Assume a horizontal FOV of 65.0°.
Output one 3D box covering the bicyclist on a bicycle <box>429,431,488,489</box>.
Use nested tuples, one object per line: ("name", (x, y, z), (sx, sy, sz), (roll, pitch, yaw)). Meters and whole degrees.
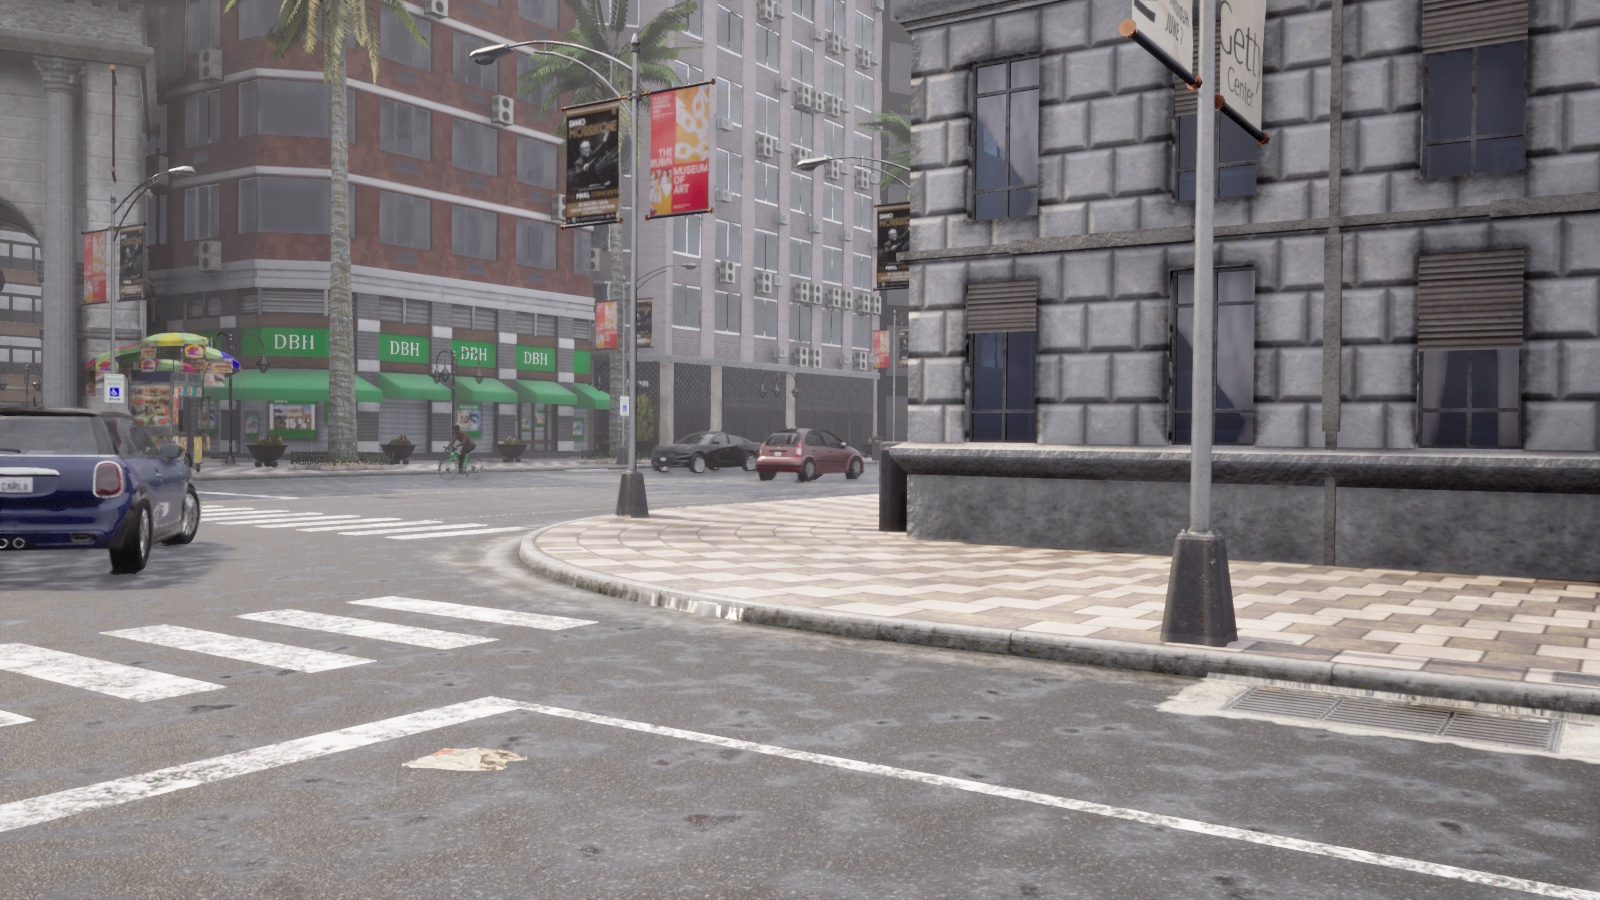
("bicyclist on a bicycle", (-9.944, 0.274, 36.638), (0.582, 1.620, 1.656), (0, 1, 34))

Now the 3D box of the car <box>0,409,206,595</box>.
("car", (-8.189, 0.471, 14.144), (2.097, 1.767, 4.553), (-1, 1, -18))

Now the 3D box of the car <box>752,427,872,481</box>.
("car", (0.428, 0.087, 39.452), (1.851, 1.617, 3.988), (0, 1, 34))

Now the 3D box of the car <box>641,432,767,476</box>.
("car", (-3.444, 0.110, 46.203), (1.882, 1.535, 5.008), (0, 1, 34))
